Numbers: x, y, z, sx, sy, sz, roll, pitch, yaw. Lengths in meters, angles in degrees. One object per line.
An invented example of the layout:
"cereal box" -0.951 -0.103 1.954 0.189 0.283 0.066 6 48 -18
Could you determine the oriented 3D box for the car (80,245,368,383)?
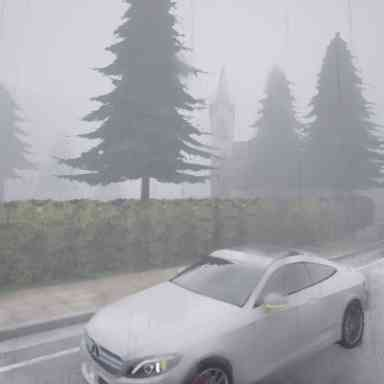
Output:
"car" 0.823 1.572 4.809 4.674 1.442 1.812 1 -1 -38
